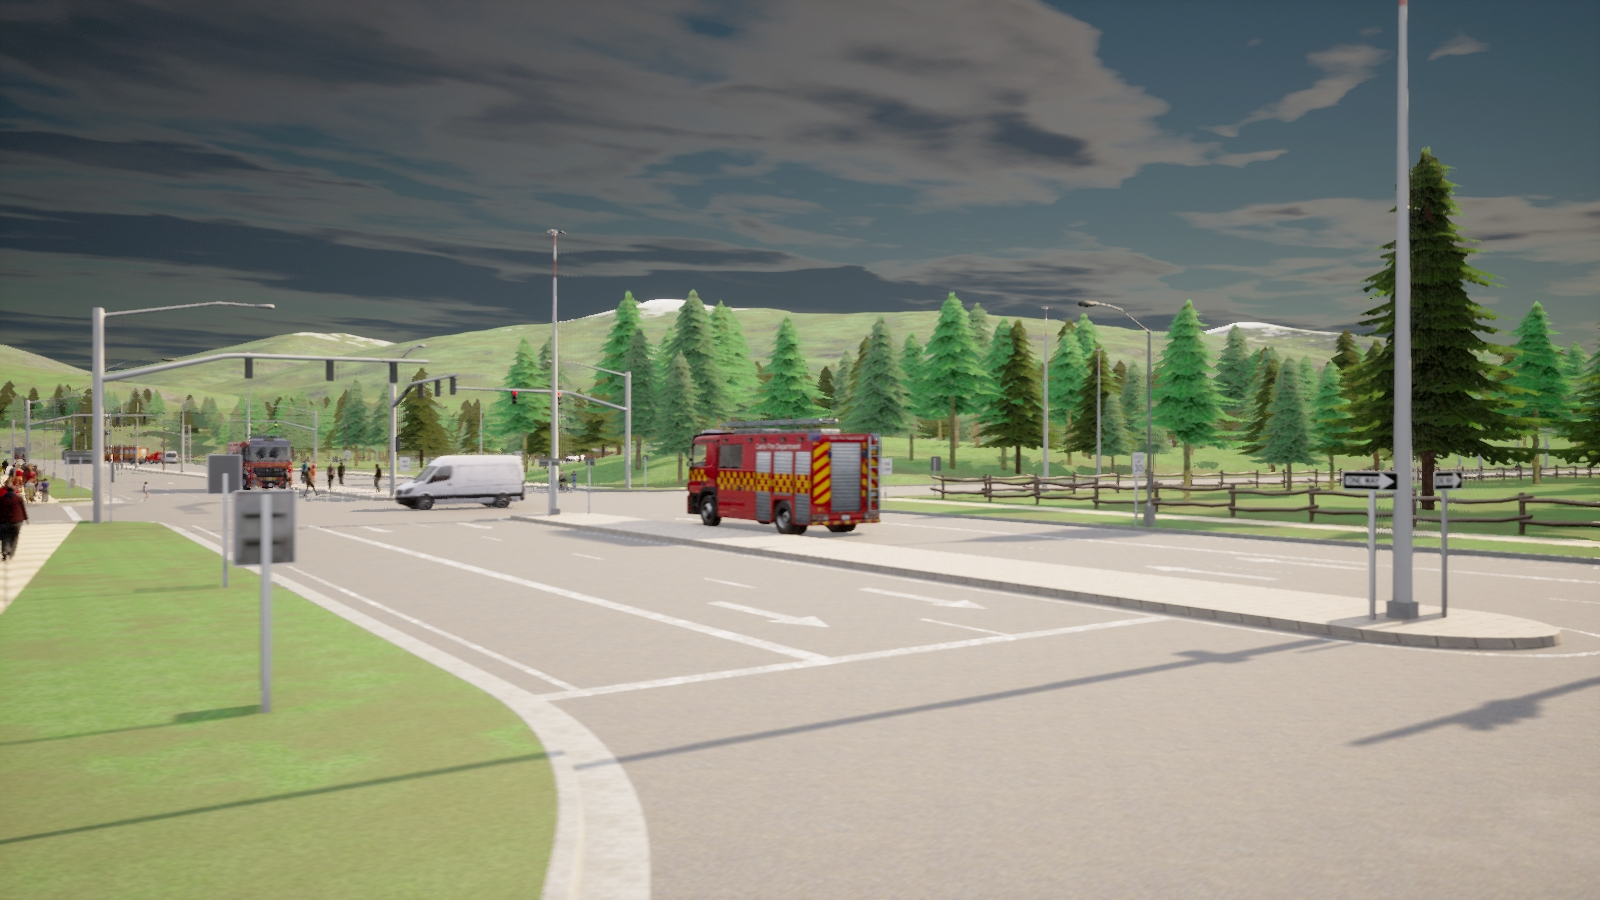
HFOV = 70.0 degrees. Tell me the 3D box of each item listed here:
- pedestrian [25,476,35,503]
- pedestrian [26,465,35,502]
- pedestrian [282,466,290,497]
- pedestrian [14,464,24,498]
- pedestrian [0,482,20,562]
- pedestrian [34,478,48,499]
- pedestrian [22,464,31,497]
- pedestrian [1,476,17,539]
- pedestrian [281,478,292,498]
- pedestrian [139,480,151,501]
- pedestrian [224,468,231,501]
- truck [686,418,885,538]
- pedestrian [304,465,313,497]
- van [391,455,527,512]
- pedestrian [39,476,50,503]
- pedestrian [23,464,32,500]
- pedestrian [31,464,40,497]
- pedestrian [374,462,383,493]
[{"bbox_3d":[-38.427,1.977,57.027,0.375,1.300,0.375,0,0,-24],"label":"pedestrian"},{"bbox_3d":[-38.903,1.697,57.773,0.375,1.860,0.375,0,0,-36],"label":"pedestrian"},{"bbox_3d":[-30.442,1.874,67.709,0.375,1.860,0.375,0,0,-31],"label":"pedestrian"},{"bbox_3d":[-42.864,1.697,62.700,0.375,1.860,0.375,0,0,-43],"label":"pedestrian"},{"bbox_3d":[-18.741,1.696,27.096,0.375,1.860,0.375,0,0,-29],"label":"pedestrian"},{"bbox_3d":[-41.048,2.078,61.807,0.500,1.100,0.500,0,0,-19],"label":"pedestrian"},{"bbox_3d":[-43.536,1.697,64.332,0.375,1.860,0.375,0,0,-27],"label":"pedestrian"},{"bbox_3d":[-23.432,1.696,33.857,0.375,1.860,0.375,0,0,-31],"label":"pedestrian"},{"bbox_3d":[-30.123,2.229,67.035,0.500,1.100,0.500,0,0,-38],"label":"pedestrian"},{"bbox_3d":[-35.887,2.229,62.573,0.500,1.100,0.500,0,0,-37],"label":"pedestrian"},{"bbox_3d":[-31.996,1.926,63.875,0.375,1.860,0.375,0,0,-26],"label":"pedestrian"},{"bbox_3d":[-0.744,0.891,40.704,2.891,3.827,8.468,0,0,-34],"label":"truck"},{"bbox_3d":[-29.172,1.849,67.806,0.375,1.860,0.375,0,0,-39],"label":"pedestrian"},{"bbox_3d":[-16.205,1.535,54.490,5.915,2.561,1.988,0,0,-35],"label":"van"},{"bbox_3d":[-37.890,1.978,57.307,0.375,1.300,0.375,0,0,-45],"label":"pedestrian"},{"bbox_3d":[-40.708,1.696,60.228,0.375,1.860,0.375,0,0,-33],"label":"pedestrian"},{"bbox_3d":[-42.831,1.698,64.012,0.375,1.860,0.375,0,0,-39],"label":"pedestrian"},{"bbox_3d":[-25.854,1.697,70.108,0.375,1.860,0.375,0,0,40],"label":"pedestrian"}]
